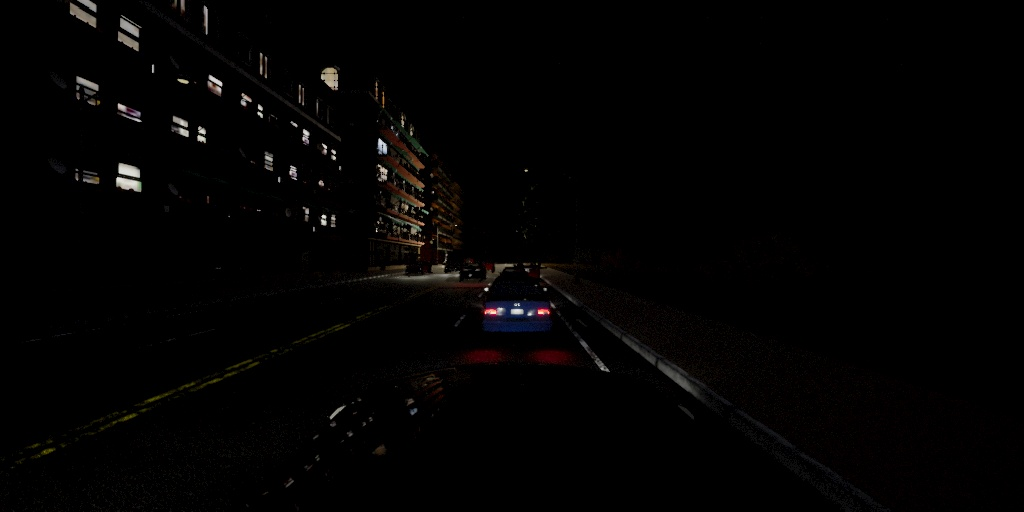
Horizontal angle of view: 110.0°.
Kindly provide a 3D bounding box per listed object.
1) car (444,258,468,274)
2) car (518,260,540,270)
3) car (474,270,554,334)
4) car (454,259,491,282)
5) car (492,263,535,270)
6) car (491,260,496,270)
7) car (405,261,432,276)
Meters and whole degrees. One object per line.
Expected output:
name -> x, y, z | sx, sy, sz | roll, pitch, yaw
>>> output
car -> -6.550, 1.258, 41.032 | 1.837, 1.490, 4.892 | 0, 0, 0
car -> 1.173, 1.104, 29.839 | 2.097, 1.767, 4.553 | 0, 0, 0
car -> 0.112, 1.299, 10.570 | 2.033, 1.411, 5.357 | 0, 0, 0
car -> -3.111, 1.242, 29.243 | 2.128, 1.511, 4.902 | 0, 0, 0
car -> 0.118, 1.317, 20.904 | 1.994, 1.385, 4.181 | 0, 0, 1
car -> -3.094, 1.231, 44.441 | 1.882, 1.535, 5.008 | 0, 0, 0
car -> -9.805, 1.231, 37.919 | 1.882, 1.535, 5.008 | 0, 0, 0
